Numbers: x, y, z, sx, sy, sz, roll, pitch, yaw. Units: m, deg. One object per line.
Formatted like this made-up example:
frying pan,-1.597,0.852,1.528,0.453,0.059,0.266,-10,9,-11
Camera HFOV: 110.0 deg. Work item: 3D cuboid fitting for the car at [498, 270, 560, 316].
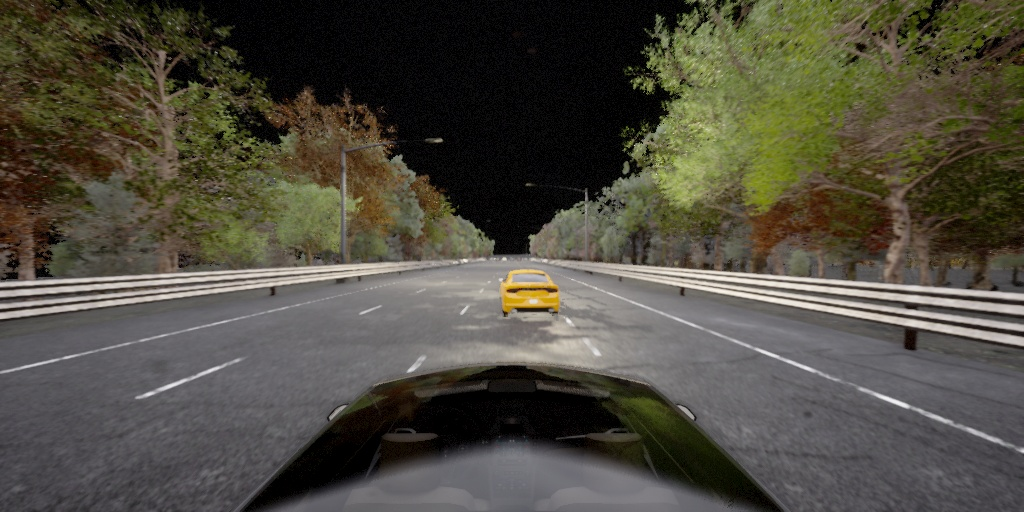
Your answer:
car,0.544,1.266,13.544,1.882,1.535,5.008,0,0,-3
